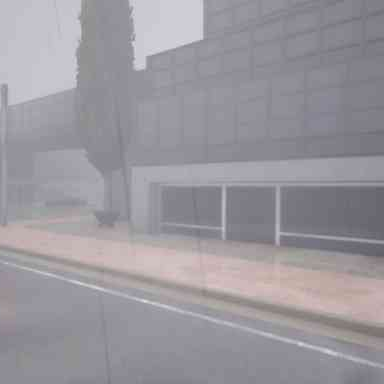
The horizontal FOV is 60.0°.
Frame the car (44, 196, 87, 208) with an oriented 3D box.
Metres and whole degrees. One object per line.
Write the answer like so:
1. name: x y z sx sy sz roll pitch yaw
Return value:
1. car: -14.808 1.181 39.163 1.895 1.301 4.718 1 1 36
